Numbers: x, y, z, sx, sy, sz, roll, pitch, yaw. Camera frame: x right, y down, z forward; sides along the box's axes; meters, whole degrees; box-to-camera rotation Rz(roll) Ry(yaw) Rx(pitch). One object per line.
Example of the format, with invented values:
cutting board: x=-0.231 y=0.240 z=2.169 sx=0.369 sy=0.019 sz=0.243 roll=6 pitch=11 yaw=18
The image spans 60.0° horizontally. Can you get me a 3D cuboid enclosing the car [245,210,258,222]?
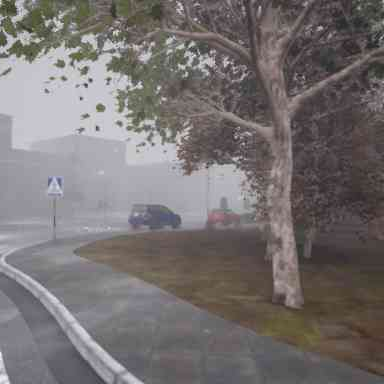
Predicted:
car: x=8.823 y=4.183 z=55.744 sx=2.128 sy=1.511 sz=4.902 roll=0 pitch=-2 yaw=30

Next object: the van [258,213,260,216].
van: x=15.697 y=5.034 z=84.148 sx=1.878 sy=1.987 sz=4.442 roll=0 pitch=-2 yaw=30

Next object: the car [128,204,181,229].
car: x=-3.057 y=2.097 z=28.259 sx=2.150 sy=2.045 sz=5.566 roll=0 pitch=-4 yaw=29

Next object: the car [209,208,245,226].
car: x=4.165 y=3.143 z=41.026 sx=2.150 sy=2.045 sz=5.566 roll=0 pitch=-3 yaw=30

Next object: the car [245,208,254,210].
car: x=12.967 y=4.793 z=79.427 sx=2.435 sy=2.045 sz=5.566 roll=0 pitch=-2 yaw=30

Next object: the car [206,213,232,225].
car: x=3.856 y=3.756 z=46.954 sx=1.812 sy=1.442 sz=4.674 roll=0 pitch=-3 yaw=31
